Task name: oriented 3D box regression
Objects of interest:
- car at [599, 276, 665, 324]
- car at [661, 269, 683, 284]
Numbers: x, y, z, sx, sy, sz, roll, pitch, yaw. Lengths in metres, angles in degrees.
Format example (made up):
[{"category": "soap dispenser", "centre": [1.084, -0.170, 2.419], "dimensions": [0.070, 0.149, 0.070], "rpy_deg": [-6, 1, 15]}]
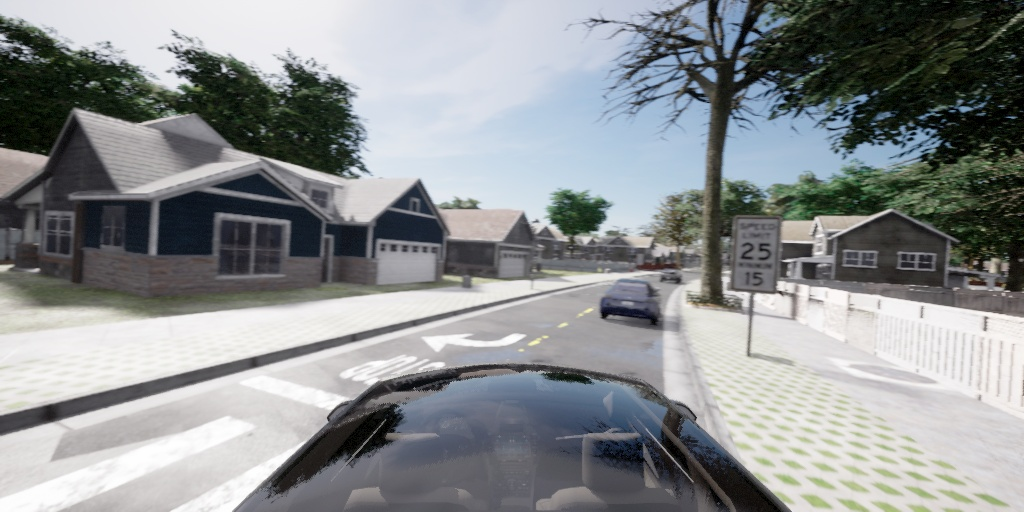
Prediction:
[{"category": "car", "centre": [4.565, 1.564, 13.570], "dimensions": [1.994, 1.385, 4.181], "rpy_deg": [4, 0, 23]}, {"category": "car", "centre": [17.687, 2.179, 39.754], "dimensions": [2.128, 1.511, 4.902], "rpy_deg": [4, 1, 30]}]
